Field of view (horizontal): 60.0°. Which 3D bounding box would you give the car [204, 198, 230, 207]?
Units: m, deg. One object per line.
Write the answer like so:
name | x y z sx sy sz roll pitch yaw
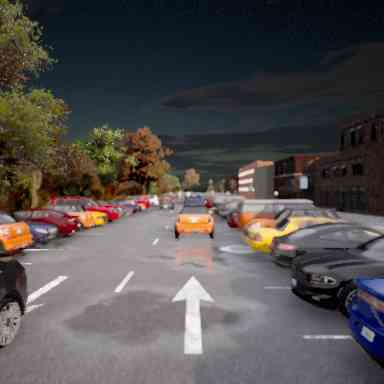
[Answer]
car | 4.588 1.973 62.224 4.674 1.452 2.002 -1 0 0

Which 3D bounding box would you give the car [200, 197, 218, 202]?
car | 4.444 1.942 88.386 4.674 1.452 2.002 0 0 0

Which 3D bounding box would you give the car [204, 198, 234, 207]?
car | 4.786 1.912 59.582 5.366 1.575 1.946 0 0 0

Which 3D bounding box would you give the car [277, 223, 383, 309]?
car | 4.552 1.539 6.700 5.008 1.535 2.097 0 0 0

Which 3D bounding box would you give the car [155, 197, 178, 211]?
car | -3.531 1.847 47.327 2.128 1.511 4.902 0 0 0

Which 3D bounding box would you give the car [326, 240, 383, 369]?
car | 4.539 1.515 3.917 5.008 1.535 2.097 0 0 0

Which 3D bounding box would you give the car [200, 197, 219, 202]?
car | 4.407 1.918 85.559 4.792 1.488 2.163 0 0 0

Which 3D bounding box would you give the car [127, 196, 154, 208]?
car | -8.522 1.572 45.551 5.566 2.045 2.435 0 0 0

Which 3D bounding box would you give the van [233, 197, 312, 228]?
van | 4.676 1.403 17.773 4.442 1.987 1.878 0 0 0

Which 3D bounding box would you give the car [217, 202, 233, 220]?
car | 4.564 1.732 26.183 4.674 1.452 2.002 0 0 0

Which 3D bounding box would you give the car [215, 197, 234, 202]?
car | 4.601 1.587 28.967 4.553 1.767 2.185 0 0 0

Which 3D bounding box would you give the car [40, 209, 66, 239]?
car | -8.527 1.646 15.040 4.674 1.452 2.002 0 0 0

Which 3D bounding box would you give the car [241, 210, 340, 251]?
car | 4.738 1.582 12.267 5.366 1.575 1.946 0 0 0

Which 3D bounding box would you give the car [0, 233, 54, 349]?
car | -3.596 1.523 3.514 2.128 1.511 4.902 0 0 0

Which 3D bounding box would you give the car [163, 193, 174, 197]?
car | -8.091 1.788 91.223 4.553 1.767 2.185 0 0 0

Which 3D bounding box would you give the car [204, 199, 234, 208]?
car | 4.569 1.927 56.799 4.792 1.488 2.163 0 0 0

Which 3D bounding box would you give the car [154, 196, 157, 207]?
car | -8.516 1.752 53.905 4.553 1.767 2.185 0 0 0

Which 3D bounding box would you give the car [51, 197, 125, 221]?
car | -8.485 1.440 26.183 5.566 2.045 2.435 0 0 0

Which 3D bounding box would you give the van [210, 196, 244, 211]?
van | 4.703 1.598 45.544 4.442 1.987 1.878 0 0 0

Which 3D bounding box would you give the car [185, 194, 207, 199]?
car | 0.147 1.498 35.464 2.150 2.045 5.566 0 0 0

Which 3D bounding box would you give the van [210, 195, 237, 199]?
van | 4.698 1.563 40.102 4.442 1.987 1.878 0 0 0

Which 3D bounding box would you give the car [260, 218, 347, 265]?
car | 4.547 1.603 9.484 4.674 1.452 2.002 0 0 0

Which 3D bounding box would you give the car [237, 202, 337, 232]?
car | 4.587 1.482 15.051 4.553 1.767 2.185 0 0 0

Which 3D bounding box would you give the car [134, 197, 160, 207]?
car | -8.445 1.807 62.385 4.553 1.767 2.185 0 0 0

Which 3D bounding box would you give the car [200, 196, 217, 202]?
car | 4.455 1.955 91.211 4.674 1.452 2.002 0 0 0

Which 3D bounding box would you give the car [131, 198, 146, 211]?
car | -8.504 1.787 40.105 5.008 1.535 2.097 0 0 0

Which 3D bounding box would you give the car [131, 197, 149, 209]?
car | -8.682 1.802 42.765 5.366 1.575 1.946 0 0 0

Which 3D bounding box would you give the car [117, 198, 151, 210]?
car | -8.459 1.716 48.460 4.553 1.767 2.185 0 0 0

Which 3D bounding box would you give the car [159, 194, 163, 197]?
car | -8.508 1.663 59.600 5.566 2.045 2.435 0 0 0

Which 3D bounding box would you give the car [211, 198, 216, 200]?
car | 4.584 1.771 37.317 4.892 1.521 2.231 0 0 0

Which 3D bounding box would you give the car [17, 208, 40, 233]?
car | -8.496 1.459 12.256 4.553 1.767 2.185 0 0 0

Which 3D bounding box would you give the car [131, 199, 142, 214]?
car | -8.472 1.798 37.318 4.792 1.488 2.163 0 0 0

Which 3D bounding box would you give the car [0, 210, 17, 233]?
car | -8.502 1.311 9.473 5.566 2.045 2.435 0 0 0

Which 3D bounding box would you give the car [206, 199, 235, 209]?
car | 4.592 1.919 54.016 4.674 1.452 2.002 0 0 0

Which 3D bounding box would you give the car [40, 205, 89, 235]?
car | -8.516 1.629 17.825 5.008 1.535 2.097 0 0 0

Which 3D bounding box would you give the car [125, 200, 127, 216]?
car | -8.517 1.713 28.964 4.892 1.521 2.231 0 0 0

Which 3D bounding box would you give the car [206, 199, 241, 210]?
car | 4.596 1.844 48.450 4.892 1.521 2.231 0 0 0

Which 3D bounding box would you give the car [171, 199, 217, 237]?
car | 0.121 1.513 19.290 2.097 1.767 4.553 0 0 0

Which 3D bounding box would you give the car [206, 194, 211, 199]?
car | 4.612 1.555 42.885 5.566 2.045 2.435 0 0 0

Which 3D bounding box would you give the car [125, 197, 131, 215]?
car | -8.539 1.605 31.751 4.553 1.767 2.185 0 0 0

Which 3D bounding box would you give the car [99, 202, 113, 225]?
car | -8.521 1.671 23.394 5.008 1.535 2.097 0 0 0

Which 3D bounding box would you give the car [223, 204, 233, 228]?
car | 4.590 1.681 20.617 4.792 1.488 2.163 0 0 0

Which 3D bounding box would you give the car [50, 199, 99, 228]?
car | -8.487 1.524 20.610 4.553 1.767 2.185 0 0 0
